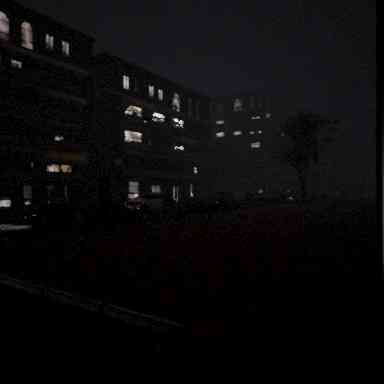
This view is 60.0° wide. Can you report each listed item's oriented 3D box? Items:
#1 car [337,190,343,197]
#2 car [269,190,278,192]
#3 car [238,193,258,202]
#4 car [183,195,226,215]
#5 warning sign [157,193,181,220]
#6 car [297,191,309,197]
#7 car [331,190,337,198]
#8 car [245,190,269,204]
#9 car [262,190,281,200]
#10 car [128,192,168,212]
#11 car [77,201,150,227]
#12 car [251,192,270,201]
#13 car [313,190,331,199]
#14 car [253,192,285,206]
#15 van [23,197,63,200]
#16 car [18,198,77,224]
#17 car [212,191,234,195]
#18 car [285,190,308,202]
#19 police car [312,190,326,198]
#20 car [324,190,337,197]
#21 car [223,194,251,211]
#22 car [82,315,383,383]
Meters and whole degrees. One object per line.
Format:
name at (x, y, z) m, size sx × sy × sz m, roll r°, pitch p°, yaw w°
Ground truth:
car at (35.997, 0.301, 82.188) m, size 1.967 × 1.590 × 4.097 m, roll 1°, pitch 1°, yaw 35°
car at (14.545, 0.878, 55.990) m, size 2.128 × 1.511 × 4.902 m, roll 0°, pitch 1°, yaw 35°
car at (10.074, 0.970, 59.507) m, size 1.947 × 1.339 × 4.313 m, roll 1°, pitch 1°, yaw 35°
car at (1.094, 1.346, 31.847) m, size 1.887 × 1.381 × 4.507 m, roll 1°, pitch 1°, yaw 35°
warning sign at (-1.639, 1.035, 23.781) m, size 1.300 × 1.860 × 1.060 m, roll -1°, pitch -1°, yaw 35°
car at (29.111, 0.440, 86.966) m, size 1.887 × 1.381 × 4.507 m, roll 1°, pitch 1°, yaw 35°
car at (29.651, 0.581, 73.036) m, size 2.008 × 1.369 × 4.403 m, roll 1°, pitch 1°, yaw 35°
car at (8.860, 0.893, 47.707) m, size 2.097 × 1.767 × 4.553 m, roll 0°, pitch 1°, yaw 35°
car at (16.421, 0.549, 68.656) m, size 2.192 × 1.841 × 5.009 m, roll 1°, pitch 1°, yaw 35°
car at (-4.445, 1.068, 34.043) m, size 2.150 × 2.045 × 5.566 m, roll 0°, pitch 1°, yaw 35°
car at (-5.251, 1.541, 22.695) m, size 1.947 × 1.339 × 4.313 m, roll 1°, pitch 1°, yaw 35°
car at (13.150, 0.847, 63.943) m, size 1.752 × 1.417 × 4.829 m, roll 1°, pitch 1°, yaw 35°
car at (26.479, 0.666, 68.461) m, size 2.008 × 1.369 × 4.403 m, roll 1°, pitch 1°, yaw 35°
car at (10.613, 1.093, 45.577) m, size 2.008 × 1.369 × 4.403 m, roll 1°, pitch 1°, yaw 35°
van at (-12.137, 1.350, 27.467) m, size 1.690 × 1.788 × 3.998 m, roll 1°, pitch 1°, yaw 35°
car at (-10.386, 1.513, 25.473) m, size 1.837 × 1.490 × 4.892 m, roll 0°, pitch 1°, yaw 35°
car at (3.922, 0.840, 46.051) m, size 2.150 × 2.045 × 5.566 m, roll 0°, pitch 1°, yaw 36°
car at (17.057, 0.893, 54.871) m, size 1.752 × 1.417 × 4.829 m, roll 1°, pitch 1°, yaw 35°
police car at (29.008, 0.436, 75.650) m, size 1.930 × 1.638 × 5.238 m, roll 0°, pitch 1°, yaw 32°
car at (34.920, 0.314, 83.833) m, size 1.801 × 1.575 × 5.366 m, roll 0°, pitch 1°, yaw 35°
car at (4.267, 1.265, 36.424) m, size 2.008 × 1.369 × 4.403 m, roll 1°, pitch 1°, yaw 35°
car at (1.136, 1.546, 2.054) m, size 4.507 × 1.381 × 1.887 m, roll -1°, pitch 0°, yaw 36°
